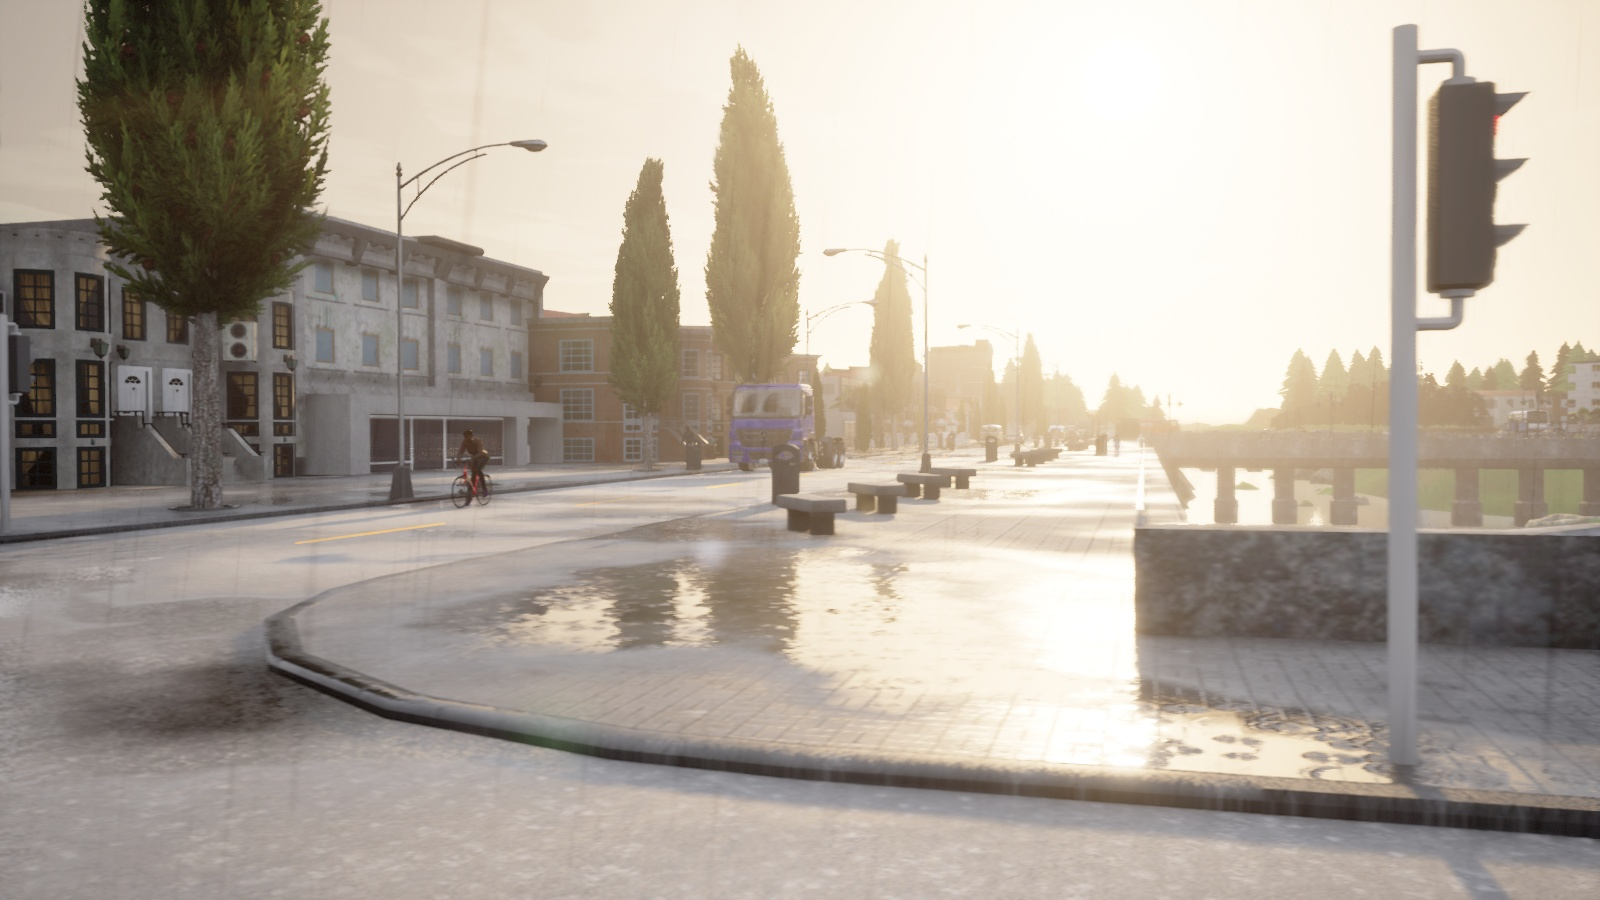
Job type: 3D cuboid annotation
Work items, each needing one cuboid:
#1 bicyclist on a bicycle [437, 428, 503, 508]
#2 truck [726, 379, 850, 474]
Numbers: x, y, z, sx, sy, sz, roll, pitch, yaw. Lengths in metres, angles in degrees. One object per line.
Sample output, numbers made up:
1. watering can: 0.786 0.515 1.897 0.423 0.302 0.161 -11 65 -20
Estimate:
1. bicyclist on a bicycle: -6.905 0.345 26.362 0.582 1.620 1.656 0 1 15
2. truck: -0.312 -0.932 50.194 2.891 3.462 7.936 0 1 15
